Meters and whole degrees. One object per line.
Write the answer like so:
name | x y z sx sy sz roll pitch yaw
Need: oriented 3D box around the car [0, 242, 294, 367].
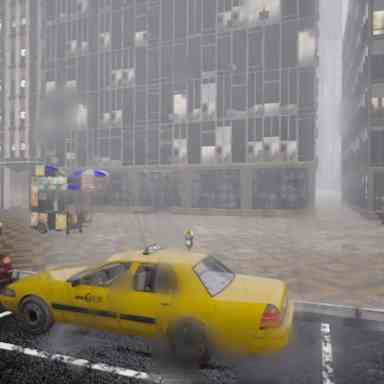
car | -0.877 1.527 5.431 4.829 1.417 1.752 0 0 20
